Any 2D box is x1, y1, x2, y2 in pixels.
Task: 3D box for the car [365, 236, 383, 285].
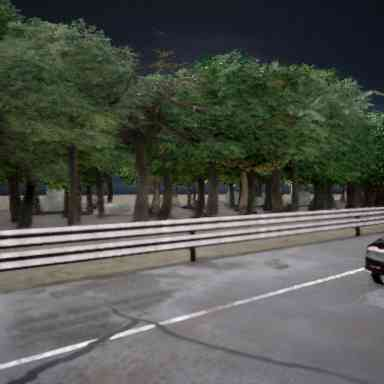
[{"bbox_3d":[6.141,1.450,8.125,4.902,1.511,2.128,0,0,-35],"label":"car"}]
